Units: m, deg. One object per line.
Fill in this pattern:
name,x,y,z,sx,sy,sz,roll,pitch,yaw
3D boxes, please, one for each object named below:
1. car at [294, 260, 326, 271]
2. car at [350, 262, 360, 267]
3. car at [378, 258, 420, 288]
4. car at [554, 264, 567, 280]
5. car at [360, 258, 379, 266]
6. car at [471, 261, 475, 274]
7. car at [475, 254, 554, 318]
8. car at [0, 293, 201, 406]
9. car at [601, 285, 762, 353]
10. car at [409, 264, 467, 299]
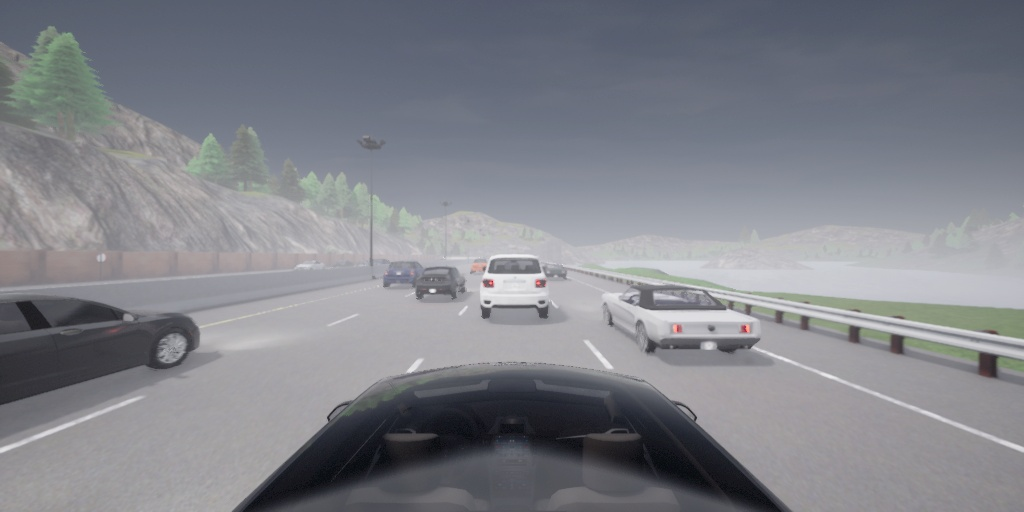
car,-24.657,1.273,43.988,1.812,1.442,4.674,0,0,0
car,-21.174,1.231,52.452,2.128,1.511,4.902,0,0,0
car,-6.946,1.095,24.124,2.097,1.767,4.553,0,0,0
car,3.540,1.332,31.152,1.895,1.301,4.718,0,0,0
car,-17.673,1.092,47.256,2.097,1.767,4.553,0,0,0
car,-3.483,1.083,41.343,2.097,1.767,4.553,0,0,0
car,0.076,0.965,13.153,2.150,2.045,5.566,0,0,0
car,-6.935,1.259,4.894,1.837,1.490,4.892,0,0,0
car,3.586,1.344,8.736,1.895,1.301,4.718,0,0,0
car,-3.434,1.249,17.893,1.837,1.490,4.892,0,0,0
